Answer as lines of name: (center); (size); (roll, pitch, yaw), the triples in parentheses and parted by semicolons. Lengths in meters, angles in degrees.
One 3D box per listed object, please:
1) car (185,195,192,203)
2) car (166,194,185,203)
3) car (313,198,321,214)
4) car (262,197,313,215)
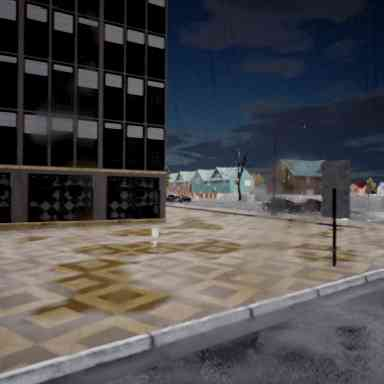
car: (-1.880, 1.129, 58.982); (2.033, 1.411, 5.357); (1, 0, -27)
car: (-3.378, 1.097, 54.790); (1.812, 1.442, 4.674); (1, 0, -27)
car: (12.019, 1.362, 32.429); (1.812, 1.442, 4.674); (1, 0, -28)
car: (8.716, 1.301, 31.729); (1.837, 1.490, 4.892); (1, 0, -28)
